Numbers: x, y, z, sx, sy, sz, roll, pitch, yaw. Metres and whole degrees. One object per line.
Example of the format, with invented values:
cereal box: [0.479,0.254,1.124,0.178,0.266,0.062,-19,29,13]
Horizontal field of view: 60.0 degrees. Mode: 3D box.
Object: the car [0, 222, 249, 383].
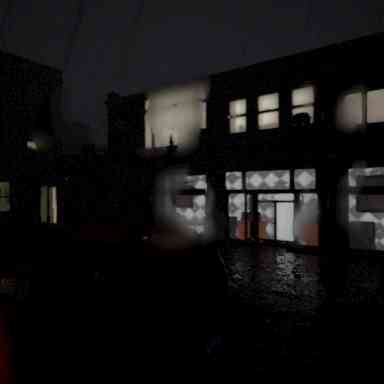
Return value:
car: [-1.746,1.309,4.127,5.009,1.841,2.192,0,0,35]
